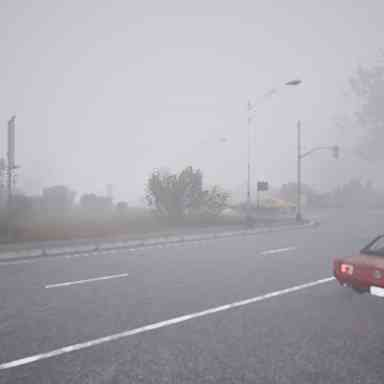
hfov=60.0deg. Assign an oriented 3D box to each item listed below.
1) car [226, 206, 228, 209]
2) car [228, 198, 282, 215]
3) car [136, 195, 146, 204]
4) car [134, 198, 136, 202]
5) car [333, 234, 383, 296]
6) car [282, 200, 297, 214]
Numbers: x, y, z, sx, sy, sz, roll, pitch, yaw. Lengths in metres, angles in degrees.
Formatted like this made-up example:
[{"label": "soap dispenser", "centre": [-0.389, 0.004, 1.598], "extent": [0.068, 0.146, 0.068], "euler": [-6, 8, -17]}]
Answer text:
[{"label": "car", "centre": [2.691, 1.483, 43.196], "extent": [2.033, 1.411, 5.357], "euler": [0, 0, -39]}, {"label": "car", "centre": [6.205, 1.544, 33.227], "extent": [1.895, 1.301, 4.718], "euler": [0, 0, -39]}, {"label": "car", "centre": [-7.684, 1.150, 62.045], "extent": [2.150, 2.045, 5.566], "euler": [0, 0, -39]}, {"label": "car", "centre": [-10.590, 1.516, 71.155], "extent": [1.895, 1.301, 4.718], "euler": [0, 0, -38]}, {"label": "car", "centre": [5.342, 1.589, 7.557], "extent": [4.718, 1.301, 1.895], "euler": [0, 0, -36]}, {"label": "car", "centre": [8.834, 1.411, 35.545], "extent": [1.882, 1.535, 5.008], "euler": [0, 0, -39]}]
